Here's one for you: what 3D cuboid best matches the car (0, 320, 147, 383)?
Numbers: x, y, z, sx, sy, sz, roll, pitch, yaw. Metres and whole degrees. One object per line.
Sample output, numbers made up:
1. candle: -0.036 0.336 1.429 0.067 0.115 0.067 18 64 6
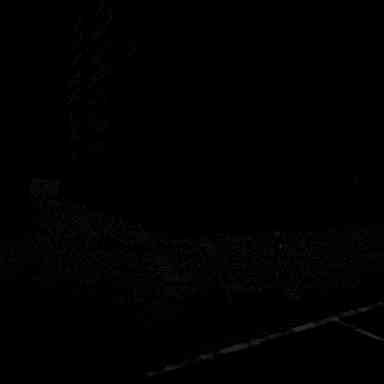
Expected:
1. car: -2.333 1.401 1.283 4.507 1.381 1.887 1 3 -32
